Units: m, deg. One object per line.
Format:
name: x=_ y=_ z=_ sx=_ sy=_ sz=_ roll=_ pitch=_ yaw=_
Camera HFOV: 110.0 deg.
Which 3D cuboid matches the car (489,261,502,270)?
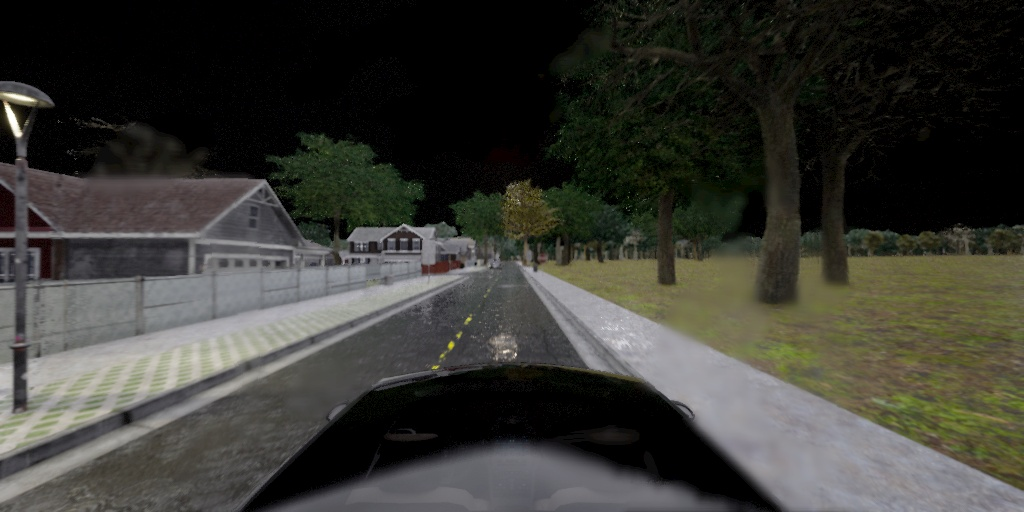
car: x=-2.752 y=1.542 z=60.684 sx=2.128 sy=1.511 sz=4.902 roll=0 pitch=0 yaw=0
